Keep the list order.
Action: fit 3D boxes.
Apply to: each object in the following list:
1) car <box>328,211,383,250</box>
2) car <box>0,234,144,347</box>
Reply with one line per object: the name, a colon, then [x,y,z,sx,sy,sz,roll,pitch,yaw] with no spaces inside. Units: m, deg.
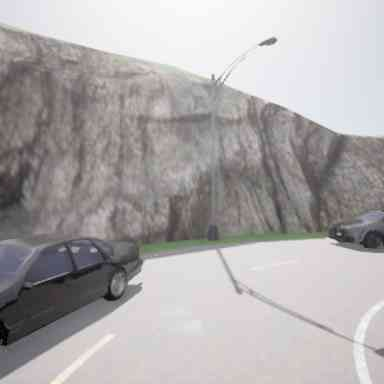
car: [7.799,1.475,13.647,4.181,1.385,1.994,0,0,-12]
car: [-2.793,1.510,5.861,2.033,1.411,5.357,0,0,20]
